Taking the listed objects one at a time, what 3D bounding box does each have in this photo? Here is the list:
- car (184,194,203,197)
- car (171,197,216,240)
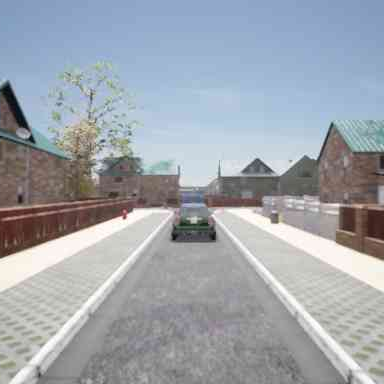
[{"bbox_3d":[0.069,1.223,29.752,2.150,2.045,5.566,0,0,-1],"label":"car"},{"bbox_3d":[0.091,1.355,17.214,2.097,1.767,4.553,0,0,0],"label":"car"}]
